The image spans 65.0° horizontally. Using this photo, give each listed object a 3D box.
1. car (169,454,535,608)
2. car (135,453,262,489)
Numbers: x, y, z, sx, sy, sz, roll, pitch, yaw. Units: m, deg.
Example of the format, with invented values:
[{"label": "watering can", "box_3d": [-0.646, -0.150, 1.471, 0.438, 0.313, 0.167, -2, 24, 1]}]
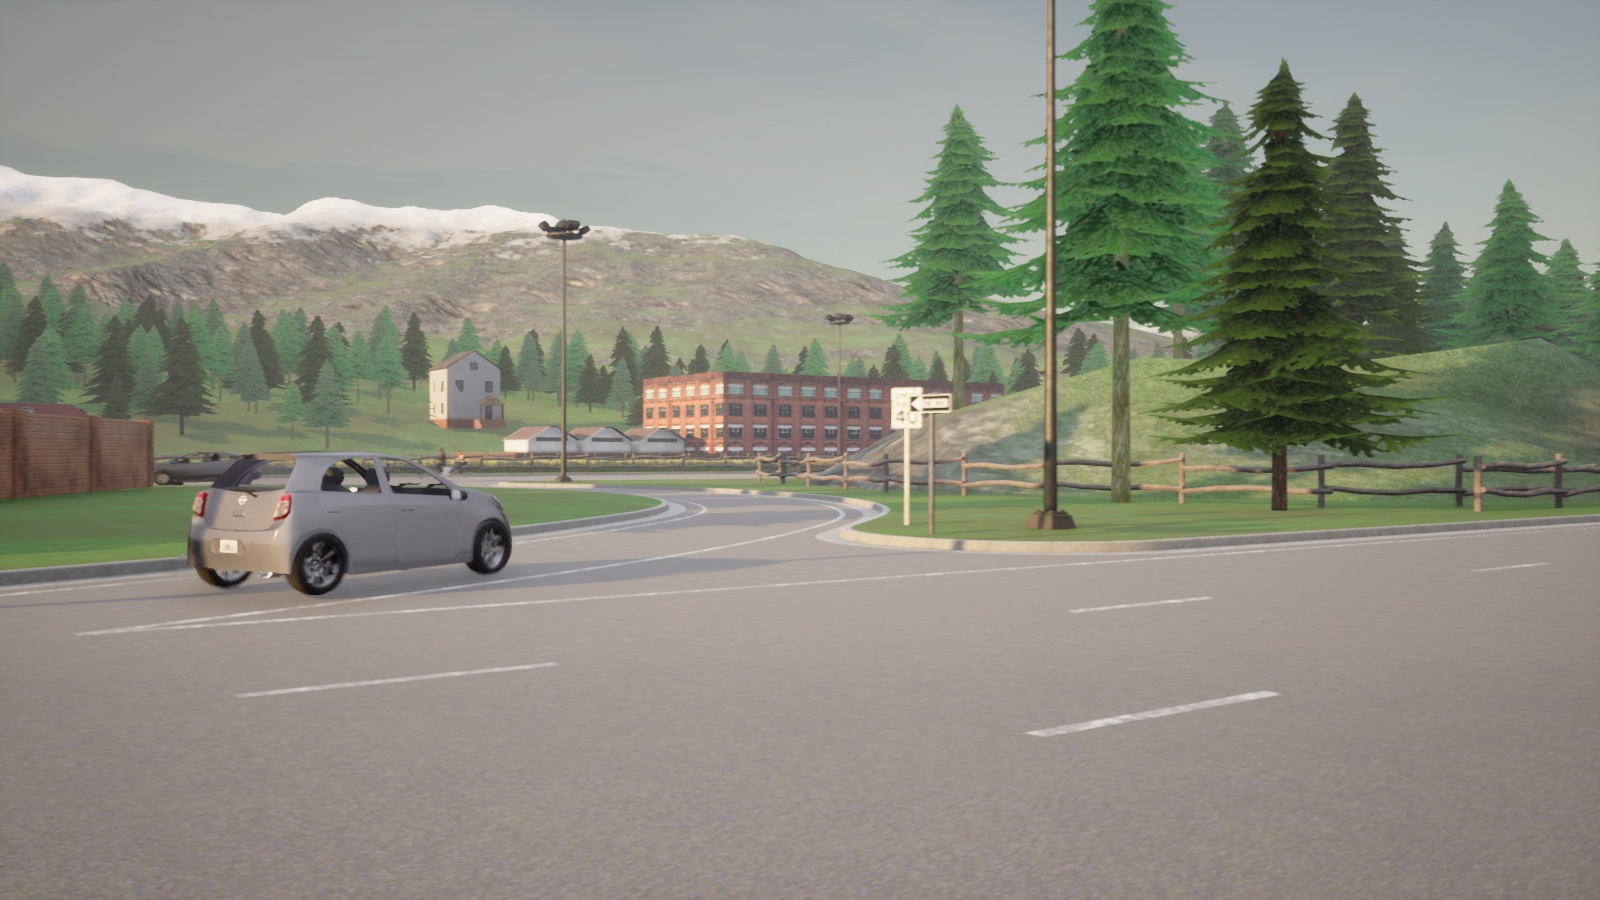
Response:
[{"label": "car", "box_3d": [-4.956, 0.805, 14.371, 1.845, 1.501, 3.633, 0, 0, 29]}, {"label": "car", "box_3d": [-25.811, 0.878, 54.004, 4.514, 1.525, 2.007, 0, 0, -8]}]
